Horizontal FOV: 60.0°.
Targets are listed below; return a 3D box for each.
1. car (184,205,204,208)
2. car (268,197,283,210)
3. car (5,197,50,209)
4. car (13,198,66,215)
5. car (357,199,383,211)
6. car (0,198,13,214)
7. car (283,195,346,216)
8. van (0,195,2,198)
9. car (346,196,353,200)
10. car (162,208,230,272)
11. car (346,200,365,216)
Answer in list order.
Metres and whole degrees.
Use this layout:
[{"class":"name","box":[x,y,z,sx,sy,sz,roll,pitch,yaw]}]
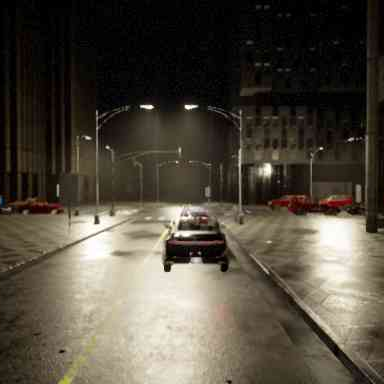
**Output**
[{"class":"car","box":[0.111,1.559,22.127,2.033,1.411,5.357,0,0,0]},{"class":"car","box":[12.125,1.344,41.838,5.009,1.841,2.192,0,1,0]},{"class":"car","box":[-20.610,1.405,41.756,4.829,1.417,1.752,0,1,0]},{"class":"car","box":[-14.904,1.582,33.246,4.507,1.381,1.887,0,1,0]},{"class":"car","box":[23.410,1.653,41.870,4.313,1.339,1.947,0,1,0]},{"class":"car","box":[-20.430,1.565,33.230,4.403,1.369,2.008,0,1,0]},{"class":"car","box":[12.137,1.478,33.314,5.009,1.841,2.192,0,1,0]},{"class":"van","box":[-25.963,1.199,41.741,3.998,1.788,1.690,0,1,0]},{"class":"car","box":[17.769,1.373,41.853,5.009,1.841,2.192,0,1,0]},{"class":"car","box":[0.105,1.493,10.732,2.128,1.511,4.902,0,0,0]},{"class":"car","box":[17.780,1.757,33.331,4.313,1.339,1.947,0,1,0]}]
